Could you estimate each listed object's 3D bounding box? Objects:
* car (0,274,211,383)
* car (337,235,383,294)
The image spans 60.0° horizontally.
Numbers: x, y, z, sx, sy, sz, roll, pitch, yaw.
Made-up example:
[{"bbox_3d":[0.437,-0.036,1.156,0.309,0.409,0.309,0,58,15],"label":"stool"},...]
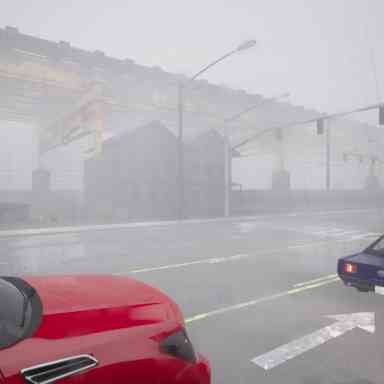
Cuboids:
[{"bbox_3d":[-2.492,1.221,1.968,5.566,2.045,2.150,0,0,-36],"label":"car"},{"bbox_3d":[5.462,1.601,7.639,4.718,1.301,1.895,0,0,-35],"label":"car"}]
